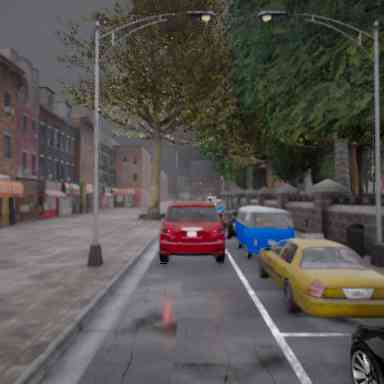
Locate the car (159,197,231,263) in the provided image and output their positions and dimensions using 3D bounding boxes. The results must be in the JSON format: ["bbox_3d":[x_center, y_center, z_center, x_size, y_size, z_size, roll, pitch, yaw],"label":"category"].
[{"bbox_3d":[0.012,1.355,12.584,2.150,2.045,5.566,0,0,0],"label":"car"}]

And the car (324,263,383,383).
[{"bbox_3d":[2.648,1.588,2.000,1.947,1.339,4.313,1,-1,0],"label":"car"}]

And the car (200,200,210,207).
[{"bbox_3d":[2.645,2.354,67.389,1.802,1.307,4.206,1,-1,0],"label":"car"}]

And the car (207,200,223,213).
[{"bbox_3d":[3.025,1.952,45.163,1.801,1.575,5.366,0,-1,0],"label":"car"}]

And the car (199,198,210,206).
[{"bbox_3d":[2.648,2.159,72.841,2.192,1.841,5.009,1,-1,0],"label":"car"}]

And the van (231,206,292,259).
[{"bbox_3d":[2.651,1.474,12.900,1.690,1.788,3.998,1,-1,0],"label":"van"}]

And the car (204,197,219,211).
[{"bbox_3d":[2.981,1.806,52.006,2.150,2.045,5.566,0,-1,0],"label":"car"}]

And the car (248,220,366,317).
[{"bbox_3d":[2.649,1.604,7.620,1.752,1.417,4.829,1,-1,0],"label":"car"}]

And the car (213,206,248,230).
[{"bbox_3d":[2.648,1.801,23.797,2.008,1.369,4.403,1,-1,0],"label":"car"}]

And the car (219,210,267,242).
[{"bbox_3d":[2.648,1.757,18.348,1.947,1.339,4.313,1,-1,0],"label":"car"}]

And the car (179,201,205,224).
[{"bbox_3d":[0.022,1.653,28.457,2.097,1.767,4.553,0,-1,0],"label":"car"}]

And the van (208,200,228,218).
[{"bbox_3d":[2.650,1.714,34.697,1.690,1.788,3.998,1,-1,0],"label":"van"}]
